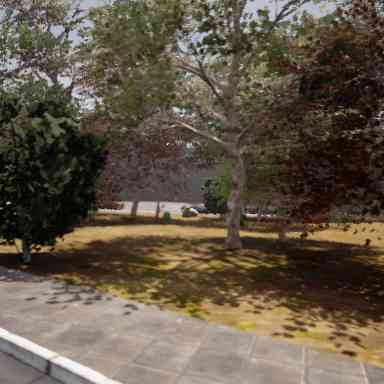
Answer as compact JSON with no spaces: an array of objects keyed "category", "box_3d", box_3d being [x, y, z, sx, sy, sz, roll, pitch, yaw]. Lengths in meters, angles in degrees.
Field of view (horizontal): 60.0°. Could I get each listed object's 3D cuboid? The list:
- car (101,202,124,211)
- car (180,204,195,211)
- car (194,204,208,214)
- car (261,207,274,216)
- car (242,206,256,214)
[{"category":"car","box_3d":[-10.076,1.372,38.099,5.008,1.535,1.882,6,-2,-44]},{"category":"car","box_3d":[0.639,2.613,52.104,5.357,1.411,2.033,5,-2,-41]},{"category":"car","box_3d":[3.105,2.805,50.078,4.718,1.301,1.895,5,-2,-41]},{"category":"car","box_3d":[14.487,3.509,60.093,4.892,1.490,1.837,3,0,-41]},{"category":"car","box_3d":[11.316,3.385,61.514,5.357,1.411,2.033,3,0,-41]}]
